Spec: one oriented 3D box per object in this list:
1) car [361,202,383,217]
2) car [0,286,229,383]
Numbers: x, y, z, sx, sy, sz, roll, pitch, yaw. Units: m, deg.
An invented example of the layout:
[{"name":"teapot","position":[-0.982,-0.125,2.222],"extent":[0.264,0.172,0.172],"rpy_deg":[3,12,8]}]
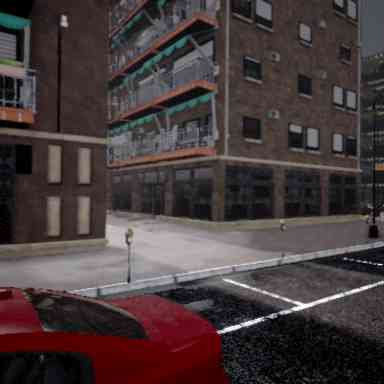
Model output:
[{"name":"car","position":[17.437,1.710,32.181],"extent":[2.008,1.369,4.403],"rpy_deg":[2,0,-36]},{"name":"car","position":[-2.042,1.470,1.921],"extent":[5.008,1.535,1.882],"rpy_deg":[1,0,-35]}]
